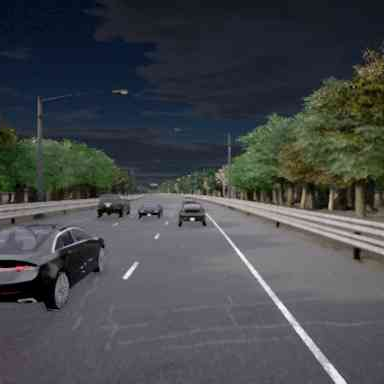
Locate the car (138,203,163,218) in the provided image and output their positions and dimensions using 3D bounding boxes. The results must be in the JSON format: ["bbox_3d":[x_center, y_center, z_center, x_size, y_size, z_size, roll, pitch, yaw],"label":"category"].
[{"bbox_3d":[-3.598,1.612,29.764,1.895,1.301,4.718,0,0,-1],"label":"car"}]

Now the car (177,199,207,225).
[{"bbox_3d":[-0.005,1.513,23.936,1.837,1.490,4.892,0,0,-1],"label":"car"}]

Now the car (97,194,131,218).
[{"bbox_3d":[-7.117,1.234,30.678,2.150,2.045,5.566,0,0,-1],"label":"car"}]

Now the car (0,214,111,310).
[{"bbox_3d":[-3.399,1.494,7.783,2.128,1.511,4.902,0,0,0],"label":"car"}]
